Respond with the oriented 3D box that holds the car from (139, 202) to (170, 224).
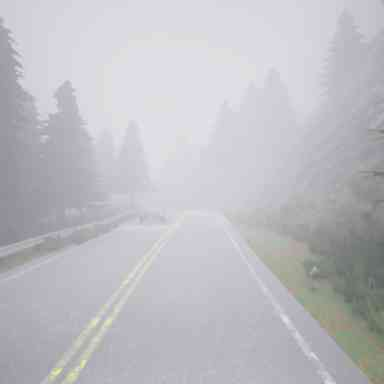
[{"bbox_3d":[-2.663,1.486,24.399,1.812,1.442,4.674,0,0,2],"label":"car"}]
